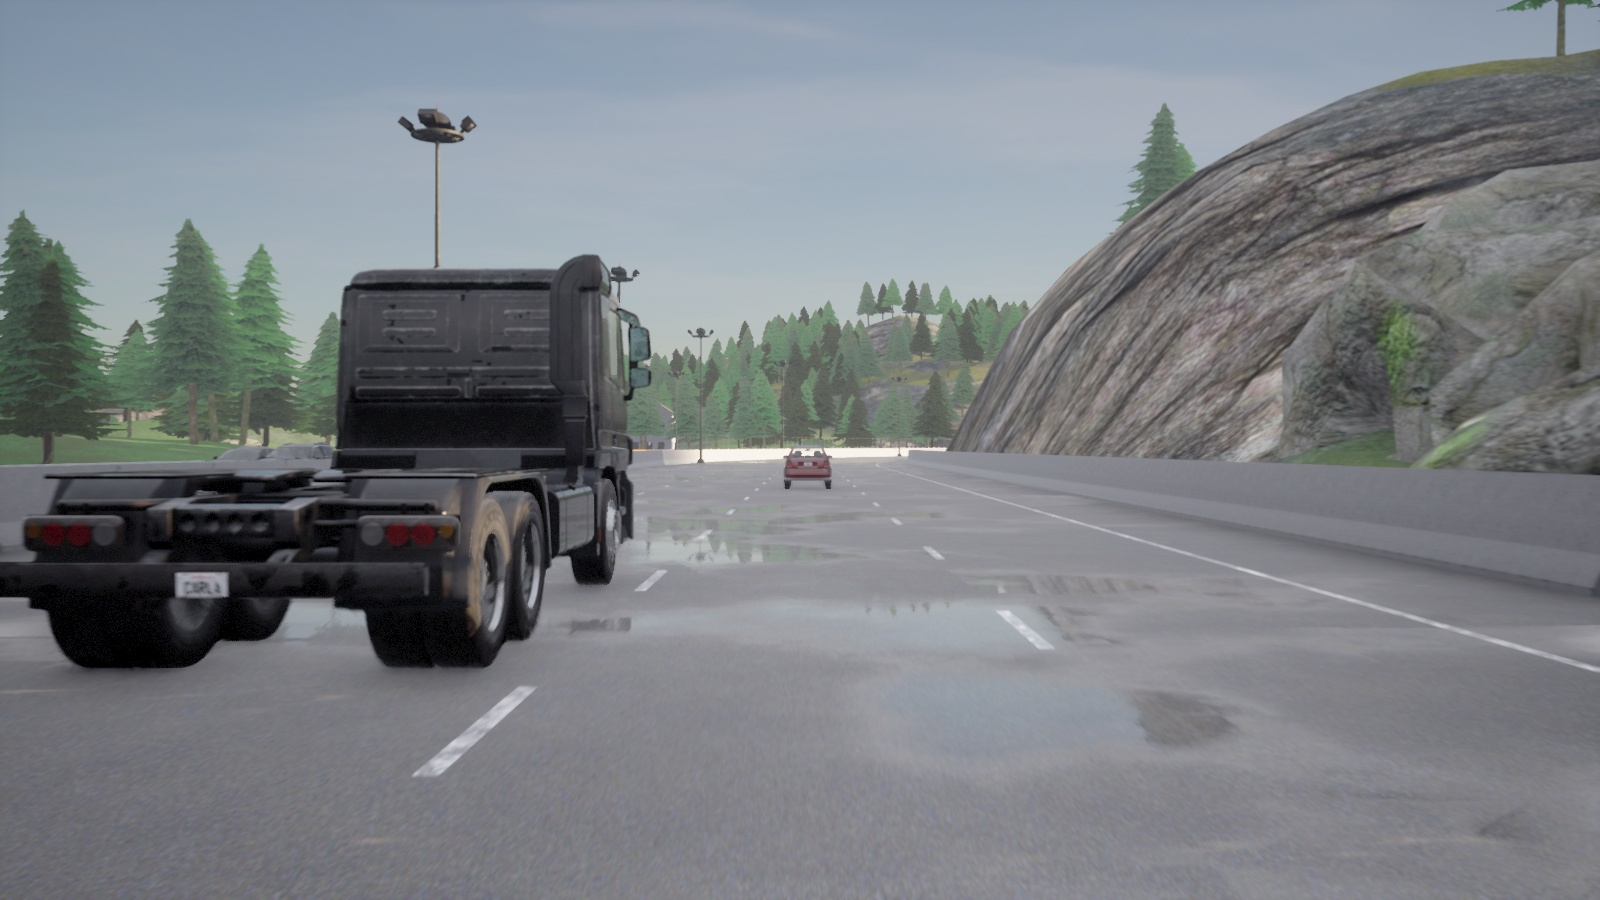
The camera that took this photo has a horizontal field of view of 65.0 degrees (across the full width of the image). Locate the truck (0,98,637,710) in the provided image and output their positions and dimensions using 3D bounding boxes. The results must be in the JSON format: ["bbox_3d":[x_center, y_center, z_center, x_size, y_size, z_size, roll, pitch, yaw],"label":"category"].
[{"bbox_3d":[-3.420,-0.271,11.077,2.891,3.462,7.936,0,0,0],"label":"truck"}]

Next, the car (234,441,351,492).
[{"bbox_3d":[-17.239,0.535,42.929,2.033,1.649,4.856,0,0,0],"label":"car"}]

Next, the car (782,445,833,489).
[{"bbox_3d":[0.277,0.590,45.660,1.789,1.549,3.705,0,0,0],"label":"car"}]

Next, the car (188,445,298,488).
[{"bbox_3d":[-20.707,0.568,46.930,1.882,1.535,5.008,0,0,0],"label":"car"}]
